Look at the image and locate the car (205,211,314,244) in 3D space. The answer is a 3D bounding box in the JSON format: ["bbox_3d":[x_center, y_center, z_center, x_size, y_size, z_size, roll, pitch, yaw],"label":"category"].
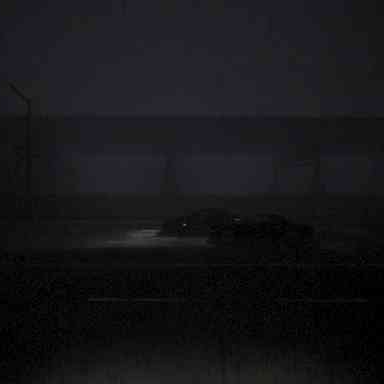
[{"bbox_3d":[3.160,1.711,15.882,4.718,1.301,1.895,0,0,0],"label":"car"}]

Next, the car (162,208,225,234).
[{"bbox_3d":[0.605,1.656,19.388,4.674,1.442,1.812,0,0,0],"label":"car"}]
